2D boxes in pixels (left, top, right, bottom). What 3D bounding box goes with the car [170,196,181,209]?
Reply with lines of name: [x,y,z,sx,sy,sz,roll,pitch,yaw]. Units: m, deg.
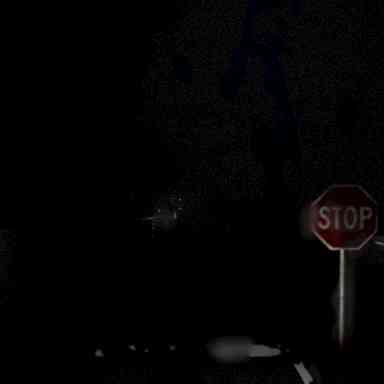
car: [-2.728,1.563,41.492,1.895,1.301,4.718,0,0,0]

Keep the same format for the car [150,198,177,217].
car: [-2.758,1.542,31.043,1.994,1.385,4.181,0,0,0]

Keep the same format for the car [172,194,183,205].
car: [-2.676,1.283,55.750,2.097,1.767,4.553,0,0,0]
